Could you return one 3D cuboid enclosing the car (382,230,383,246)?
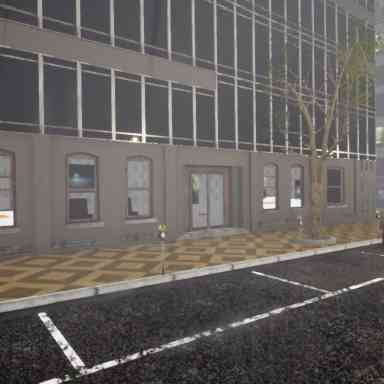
[{"bbox_3d":[9.345,1.436,13.264,4.097,1.590,1.967,0,-1,-36],"label":"car"}]
